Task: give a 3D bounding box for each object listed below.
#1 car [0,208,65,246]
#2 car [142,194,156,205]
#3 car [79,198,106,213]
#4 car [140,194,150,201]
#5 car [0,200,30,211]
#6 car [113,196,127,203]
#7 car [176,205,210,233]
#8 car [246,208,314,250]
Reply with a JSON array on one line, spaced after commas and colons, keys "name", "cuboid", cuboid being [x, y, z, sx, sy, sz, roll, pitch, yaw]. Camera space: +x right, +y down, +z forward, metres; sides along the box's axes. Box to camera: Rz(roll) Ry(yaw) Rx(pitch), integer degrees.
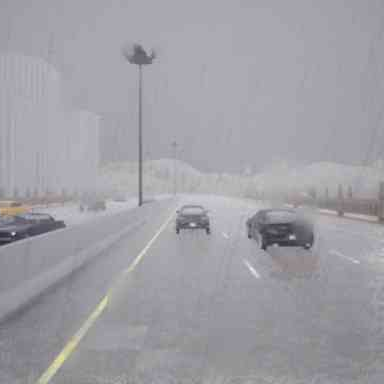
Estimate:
[{"name": "car", "cuboid": [-7.146, 1.570, 14.079, 1.895, 1.301, 4.718, 0, 0, 0]}, {"name": "car", "cuboid": [-7.245, 1.378, 56.980, 1.812, 1.442, 4.674, 0, 0, 0]}, {"name": "car", "cuboid": [-10.715, 1.405, 36.007, 2.128, 1.511, 4.902, 0, 0, 0]}, {"name": "car", "cuboid": [-10.772, 1.275, 76.650, 1.812, 1.442, 4.674, 0, 0, 0]}, {"name": "car", "cuboid": [-14.183, 1.424, 25.199, 1.882, 1.535, 5.008, 0, 0, 0]}, {"name": "car", "cuboid": [-14.237, 1.394, 66.013, 1.994, 1.385, 4.181, 0, 0, 0]}, {"name": "car", "cuboid": [0.036, 1.473, 19.108, 1.812, 1.442, 4.674, 0, 0, 0]}, {"name": "car", "cuboid": [3.550, 1.435, 14.198, 1.882, 1.535, 5.008, 0, 0, 0]}]
